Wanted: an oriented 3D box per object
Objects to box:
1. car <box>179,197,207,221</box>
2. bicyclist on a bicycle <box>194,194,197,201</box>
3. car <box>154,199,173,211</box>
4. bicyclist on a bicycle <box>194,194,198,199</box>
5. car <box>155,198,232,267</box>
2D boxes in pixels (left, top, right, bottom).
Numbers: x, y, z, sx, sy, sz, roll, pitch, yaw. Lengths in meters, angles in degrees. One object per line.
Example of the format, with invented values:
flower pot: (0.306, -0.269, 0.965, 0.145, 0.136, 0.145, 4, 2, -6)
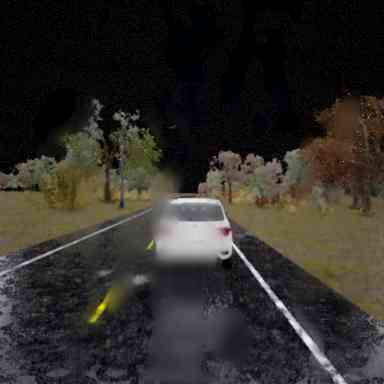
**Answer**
car: (0.091, 1.354, 27.787, 2.097, 1.767, 4.553, 0, 0, 0)
bicyclist on a bicycle: (0.983, 1.439, 88.425, 0.659, 1.776, 1.843, 0, 0, 0)
car: (-3.578, 1.574, 42.323, 1.994, 1.385, 4.181, 0, 0, 0)
bicyclist on a bicycle: (0.977, 1.494, 79.425, 0.866, 1.612, 1.509, 0, 0, 0)
car: (0.088, 1.221, 11.488, 2.150, 2.045, 5.566, 0, 0, 0)
